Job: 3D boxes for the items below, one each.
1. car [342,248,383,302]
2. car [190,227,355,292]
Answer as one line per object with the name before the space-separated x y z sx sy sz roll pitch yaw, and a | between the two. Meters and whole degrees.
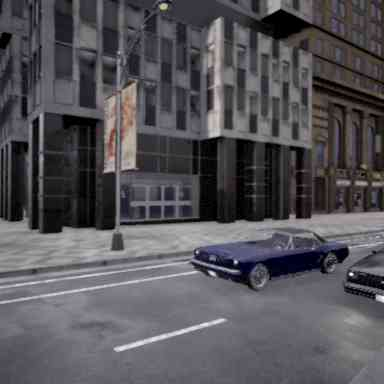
car | 5.780 1.661 7.808 5.357 1.411 2.033 1 -1 -35
car | 2.304 1.690 9.320 4.718 1.301 1.895 1 -1 -36
